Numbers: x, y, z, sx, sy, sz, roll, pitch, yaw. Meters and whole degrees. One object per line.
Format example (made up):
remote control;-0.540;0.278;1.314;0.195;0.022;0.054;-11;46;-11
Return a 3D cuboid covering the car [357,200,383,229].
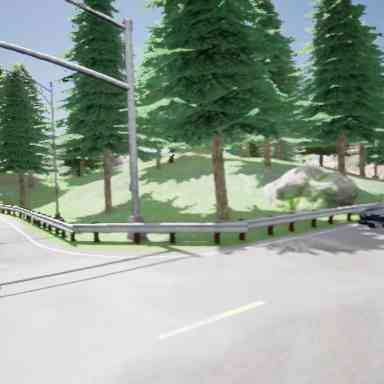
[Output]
car;9.001;0.693;13.565;5.357;1.411;2.033;-3;3;-33
